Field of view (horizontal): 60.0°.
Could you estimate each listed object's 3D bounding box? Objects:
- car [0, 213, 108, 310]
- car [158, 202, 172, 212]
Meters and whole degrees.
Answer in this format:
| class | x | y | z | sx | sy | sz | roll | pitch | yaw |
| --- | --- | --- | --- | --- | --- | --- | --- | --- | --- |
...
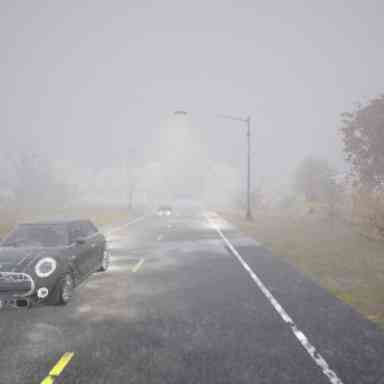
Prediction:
| class | x | y | z | sx | sy | sz | roll | pitch | yaw |
| --- | --- | --- | --- | --- | --- | --- | --- | --- | --- |
| car | -3.602 | 1.467 | 8.280 | 2.097 | 1.767 | 4.553 | 0 | -1 | 0 |
| car | -4.218 | 2.296 | 51.389 | 1.994 | 1.385 | 4.181 | 0 | -1 | -5 |
